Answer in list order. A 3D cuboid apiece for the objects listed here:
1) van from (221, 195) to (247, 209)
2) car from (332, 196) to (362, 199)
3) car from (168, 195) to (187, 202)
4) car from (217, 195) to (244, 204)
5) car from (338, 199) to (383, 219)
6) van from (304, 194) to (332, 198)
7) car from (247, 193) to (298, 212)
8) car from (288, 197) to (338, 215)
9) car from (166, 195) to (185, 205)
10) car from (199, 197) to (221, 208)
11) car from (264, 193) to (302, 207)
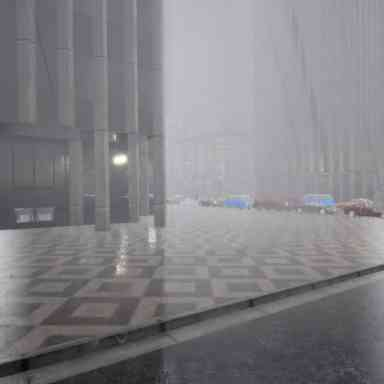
[{"bbox_3d":[5.963,1.293,42.405,1.690,1.788,3.998,-1,1,-35],"label":"van"},{"bbox_3d":[19.234,1.384,38.492,1.752,1.417,4.829,-1,1,-35],"label":"car"},{"bbox_3d":[-3.121,1.256,69.842,2.008,1.369,4.403,-1,1,-35],"label":"car"},{"bbox_3d":[6.403,1.295,56.485,1.752,1.417,4.829,-1,1,-35],"label":"car"},{"bbox_3d":[15.594,1.566,28.915,1.887,1.381,4.507,-1,1,-35],"label":"car"},{"bbox_3d":[16.124,1.178,42.850,1.690,1.788,3.998,-1,1,-35],"label":"van"},{"bbox_3d":[9.173,1.290,37.907,2.192,1.841,5.009,-1,1,-35],"label":"car"},{"bbox_3d":[12.384,1.548,33.412,2.008,1.369,4.403,-1,1,-35],"label":"car"},{"bbox_3d":[-3.664,1.438,55.899,2.008,1.369,4.403,-1,1,-35],"label":"car"},{"bbox_3d":[2.755,1.371,46.903,1.967,1.590,4.097,-1,1,-35],"label":"car"},{"bbox_3d":[12.915,1.129,47.348,2.192,1.841,5.009,-1,1,-35],"label":"car"}]
